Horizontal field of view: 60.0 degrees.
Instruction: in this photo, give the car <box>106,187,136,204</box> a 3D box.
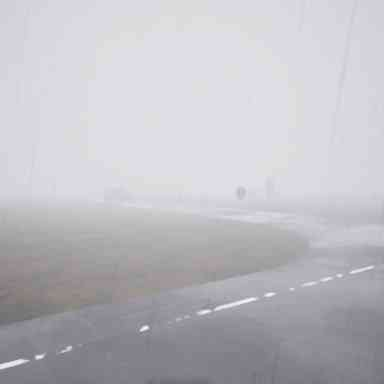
[{"bbox_3d":[-9.503,0.418,44.021,2.150,2.045,5.566,-2,2,-35],"label":"car"}]
